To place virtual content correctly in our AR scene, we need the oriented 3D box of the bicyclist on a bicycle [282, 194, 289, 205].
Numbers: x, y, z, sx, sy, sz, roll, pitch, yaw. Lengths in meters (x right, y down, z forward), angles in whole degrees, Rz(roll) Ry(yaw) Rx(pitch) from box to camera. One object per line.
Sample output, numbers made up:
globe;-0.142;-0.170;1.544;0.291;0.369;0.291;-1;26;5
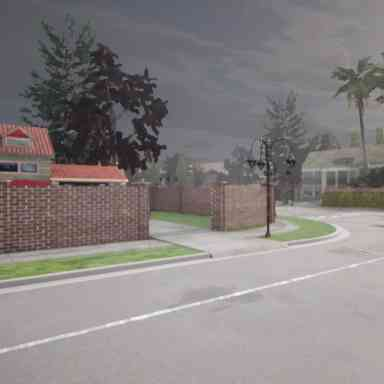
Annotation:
bicyclist on a bicycle;13.068;1.067;46.473;1.656;1.620;0.582;0;0;-35
